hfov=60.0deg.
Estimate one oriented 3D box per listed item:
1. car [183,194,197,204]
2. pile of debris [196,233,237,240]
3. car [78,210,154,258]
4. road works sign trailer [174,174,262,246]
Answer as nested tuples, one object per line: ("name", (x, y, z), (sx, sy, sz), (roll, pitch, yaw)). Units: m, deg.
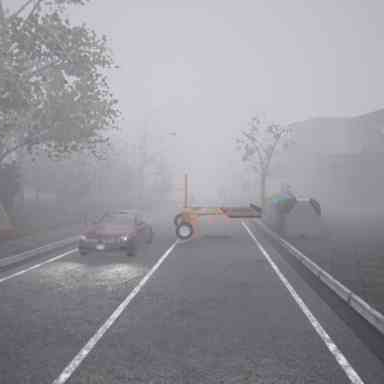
("car", (-0.379, 1.120, 56.600), (2.097, 1.767, 4.553), (0, 0, -3))
("pile of debris", (1.159, 2.106, 15.818), (1.860, 0.140, 1.500), (0, 0, 3))
("car", (-2.682, 1.460, 12.764), (1.812, 1.442, 4.674), (0, 0, 5))
("road works sign trailer", (1.028, 0.660, 14.522), (3.560, 2.880, 2.380), (0, 5, -5))
